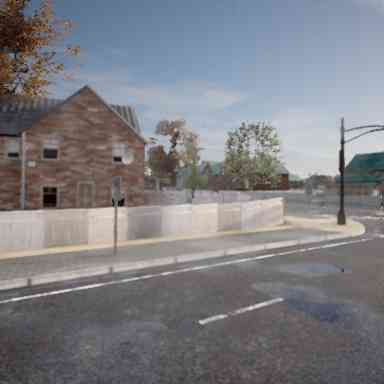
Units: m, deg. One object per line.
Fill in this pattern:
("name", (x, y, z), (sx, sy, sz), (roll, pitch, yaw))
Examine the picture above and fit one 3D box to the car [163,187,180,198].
("car", (-4.114, 0.067, 63.205), (2.150, 2.045, 5.566), (1, 1, -20))
